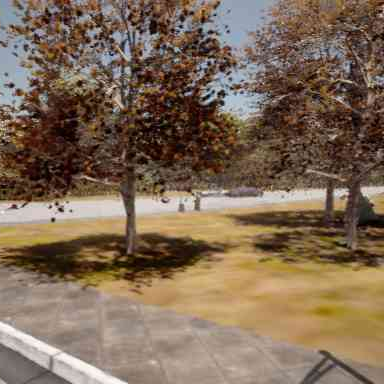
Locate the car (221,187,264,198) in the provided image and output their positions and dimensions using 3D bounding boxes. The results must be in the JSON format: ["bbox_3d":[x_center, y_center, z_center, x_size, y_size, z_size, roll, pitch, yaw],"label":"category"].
[{"bbox_3d":[6.970,-0.014,44.099,5.357,1.411,2.033,-3,3,-29],"label":"car"}]

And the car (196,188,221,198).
[{"bbox_3d":[2.878,0.064,45.799,4.718,1.301,1.895,-3,3,-30],"label":"car"}]
